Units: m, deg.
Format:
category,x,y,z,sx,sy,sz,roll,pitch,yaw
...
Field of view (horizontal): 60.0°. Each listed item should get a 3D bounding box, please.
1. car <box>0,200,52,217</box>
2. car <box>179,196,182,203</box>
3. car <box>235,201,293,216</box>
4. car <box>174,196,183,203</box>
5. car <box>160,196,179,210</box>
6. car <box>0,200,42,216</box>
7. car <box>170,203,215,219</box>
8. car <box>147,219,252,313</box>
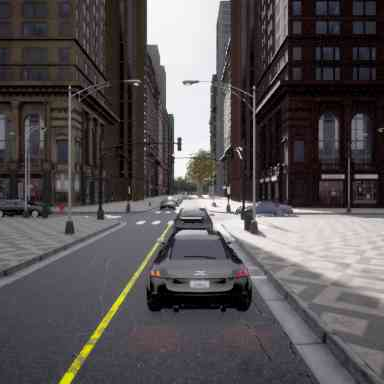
category,x,y,z,sx,sy,sz,roll,pitch,yaw
car,-14.739,1.454,28.924,4.892,1.490,1.837,0,0,-1
car,-3.075,1.494,52.890,2.128,1.511,4.902,0,0,0
car,6.870,1.571,31.889,5.357,1.411,2.033,0,0,-3
car,-2.978,1.550,73.538,1.812,1.442,4.674,0,0,0
car,-3.078,1.547,43.129,2.033,1.411,5.357,0,0,0
car,-17.043,1.512,32.138,4.181,1.385,1.994,0,0,0
car,0.066,1.505,16.672,1.837,1.490,4.892,0,0,0
car,0.110,1.564,7.764,1.994,1.385,4.181,0,0,-1
